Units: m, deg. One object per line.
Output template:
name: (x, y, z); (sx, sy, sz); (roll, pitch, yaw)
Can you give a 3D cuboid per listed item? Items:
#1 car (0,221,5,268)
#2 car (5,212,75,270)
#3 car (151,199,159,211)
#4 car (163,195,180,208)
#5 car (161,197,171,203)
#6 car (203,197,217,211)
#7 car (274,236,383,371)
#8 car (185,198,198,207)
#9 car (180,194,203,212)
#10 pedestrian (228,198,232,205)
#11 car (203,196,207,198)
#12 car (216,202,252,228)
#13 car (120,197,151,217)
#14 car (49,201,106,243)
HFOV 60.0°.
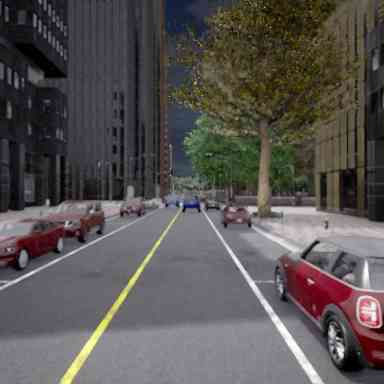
car: (-5.771, 1.338, 5.716); (2.192, 1.841, 5.009); (0, 0, 0)
car: (-5.781, 1.589, 11.228); (1.887, 1.381, 4.507); (0, 0, 0)
car: (-5.840, 1.732, 44.303); (2.008, 1.369, 4.403); (0, 0, 0)
car: (-3.100, 1.444, 52.781); (2.150, 2.045, 5.566); (0, -1, 0)
car: (-5.897, 1.896, 76.480); (1.947, 1.339, 4.313); (0, 0, 0)
car: (2.685, 1.748, 44.327); (1.947, 1.339, 4.313); (0, 0, 0)
car: (2.754, 1.464, 5.736); (1.967, 1.590, 4.097); (0, 0, 0)
car: (-0.078, 1.734, 56.148); (2.128, 1.511, 4.902); (0, -1, 1)
car: (-0.033, 1.390, 41.176); (2.150, 2.045, 5.566); (0, 0, 0)
pedestrian: (2.955, 1.399, 25.897); (0.375, 1.860, 0.375); (0, 0, 0)
car: (2.676, 1.757, 49.840); (2.008, 1.369, 4.403); (0, 0, 0)
car: (2.960, 1.620, 23.058); (1.812, 1.442, 4.674); (0, 0, 0)
car: (-5.820, 1.450, 33.279); (2.192, 1.841, 5.009); (0, 0, 0)
car: (-5.790, 1.382, 16.741); (2.192, 1.841, 5.009); (0, 0, 0)
